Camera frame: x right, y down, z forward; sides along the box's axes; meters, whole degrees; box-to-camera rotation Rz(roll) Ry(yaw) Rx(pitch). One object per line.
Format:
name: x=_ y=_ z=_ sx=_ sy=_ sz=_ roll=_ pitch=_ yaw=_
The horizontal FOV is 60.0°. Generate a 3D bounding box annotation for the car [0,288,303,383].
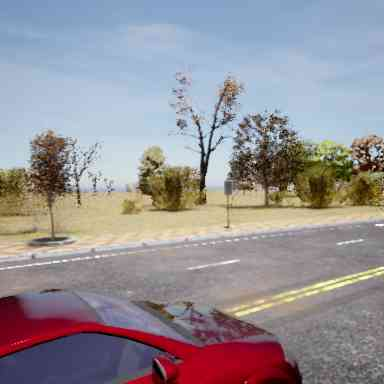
car: x=-0.998 y=1.553 z=2.675 sx=4.181 sy=1.385 sz=1.994 roll=-1 pitch=1 yaw=-36
